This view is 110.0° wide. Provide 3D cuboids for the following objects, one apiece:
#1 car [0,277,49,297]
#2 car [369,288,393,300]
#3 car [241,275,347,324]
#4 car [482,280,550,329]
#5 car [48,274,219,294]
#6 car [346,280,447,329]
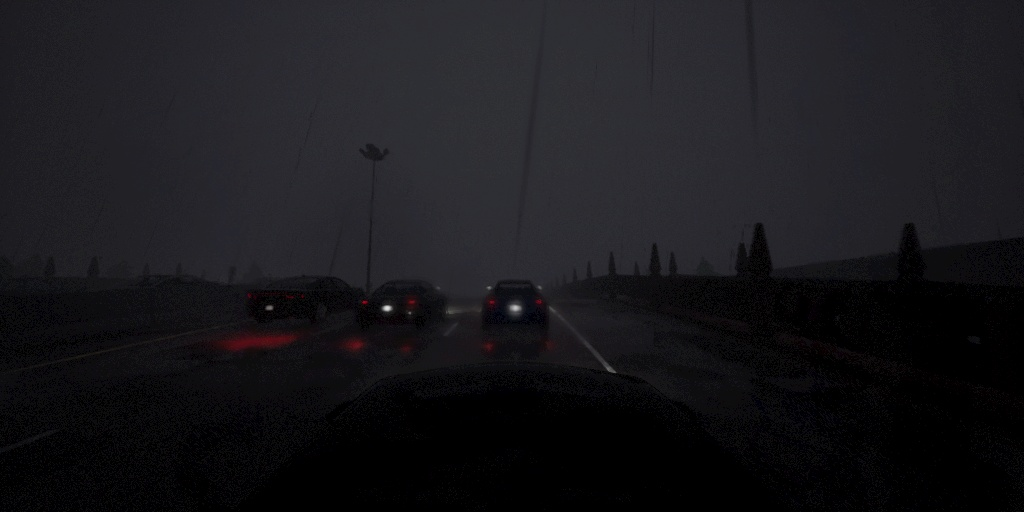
[{"bbox_3d":[-21.100,1.573,14.855,2.033,1.411,5.357,0,-3,0],"label":"car"},{"bbox_3d":[-21.042,6.161,57.850,2.097,1.767,4.553,0,-7,1],"label":"car"},{"bbox_3d":[-6.900,1.414,12.681,1.882,1.535,5.008,0,-2,0],"label":"car"},{"bbox_3d":[0.100,1.466,11.768,1.994,1.385,4.181,0,-2,0],"label":"car"},{"bbox_3d":[-14.099,1.487,14.226,2.128,1.511,4.902,0,-3,0],"label":"car"},{"bbox_3d":[-3.400,1.466,11.774,1.994,1.385,4.181,0,-2,0],"label":"car"}]
